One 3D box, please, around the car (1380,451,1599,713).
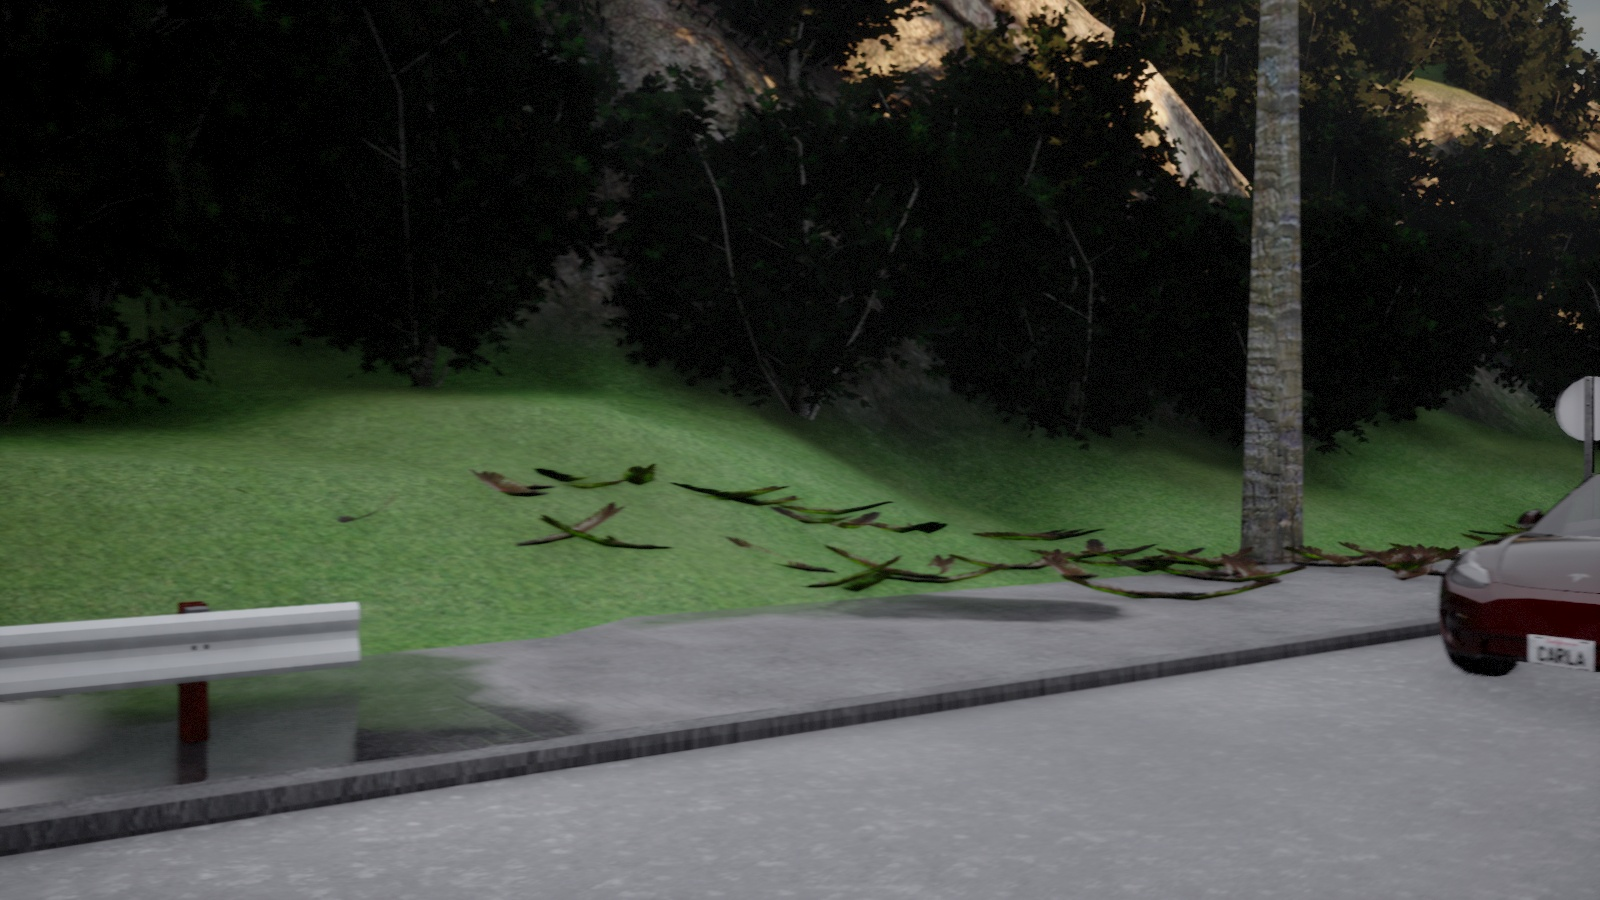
[{"bbox_3d":[6.388,0.752,8.704,4.792,1.488,2.163,0,0,-35],"label":"car"}]
